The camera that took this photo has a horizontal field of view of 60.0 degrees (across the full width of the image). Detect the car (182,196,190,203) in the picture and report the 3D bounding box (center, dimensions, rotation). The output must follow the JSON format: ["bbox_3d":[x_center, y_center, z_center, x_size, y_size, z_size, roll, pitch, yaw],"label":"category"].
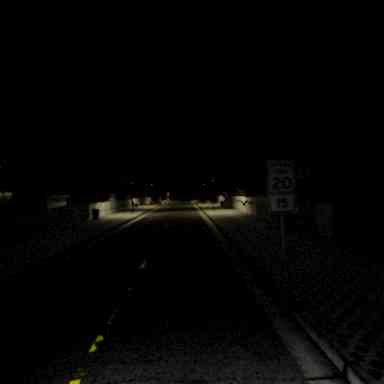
[{"bbox_3d":[-1.359,1.693,75.966,2.033,1.411,5.357,-2,0,-1],"label":"car"}]

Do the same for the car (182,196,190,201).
[{"bbox_3d":[-1.549,1.731,86.415,1.895,1.301,4.718,-2,0,-1],"label":"car"}]
